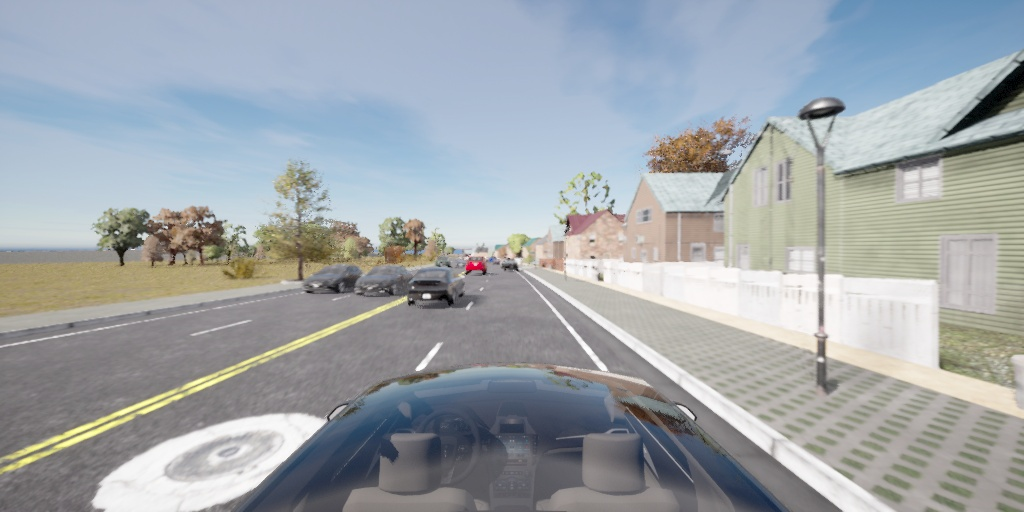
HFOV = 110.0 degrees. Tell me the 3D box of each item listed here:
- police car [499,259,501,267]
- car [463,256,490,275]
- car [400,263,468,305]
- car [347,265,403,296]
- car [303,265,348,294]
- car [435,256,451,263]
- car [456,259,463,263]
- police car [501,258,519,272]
[{"bbox_3d":[-0.731,1.215,58.171,1.930,1.638,5.238,0,0,-3],"label":"police car"},{"bbox_3d":[-3.947,1.002,40.449,2.150,2.045,5.566,0,0,-2],"label":"car"},{"bbox_3d":[-3.262,1.266,15.982,1.837,1.490,4.892,0,0,-1],"label":"car"},{"bbox_3d":[-6.767,1.274,19.374,1.837,1.490,4.892,0,0,-1],"label":"car"},{"bbox_3d":[-10.043,1.282,20.703,1.837,1.490,4.892,0,0,-1],"label":"car"},{"bbox_3d":[-11.707,1.052,61.402,2.150,2.045,5.566,0,0,-3],"label":"car"},{"bbox_3d":[-8.399,1.307,60.459,2.128,1.511,4.902,0,0,-3],"label":"car"},{"bbox_3d":[-0.171,1.203,48.120,1.930,1.638,5.238,0,0,-3],"label":"police car"}]
